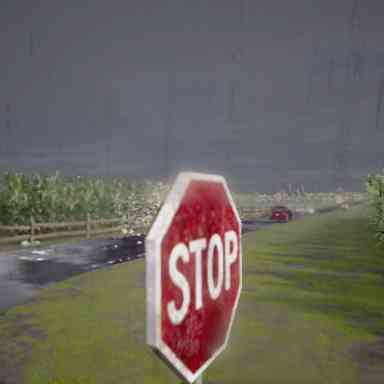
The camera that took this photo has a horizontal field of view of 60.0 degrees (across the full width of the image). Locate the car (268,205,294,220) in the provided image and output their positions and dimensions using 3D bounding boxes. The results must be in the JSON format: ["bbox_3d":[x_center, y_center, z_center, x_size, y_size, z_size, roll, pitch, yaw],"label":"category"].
[{"bbox_3d":[10.468,2.532,38.731,1.994,1.385,4.181,-1,-2,29],"label":"car"}]

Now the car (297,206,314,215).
[{"bbox_3d":[17.602,2.879,51.470,1.895,1.301,4.718,-1,-2,29],"label":"car"}]

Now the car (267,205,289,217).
[{"bbox_3d":[12.448,2.683,47.913,1.882,1.535,5.008,-1,-2,29],"label":"car"}]
